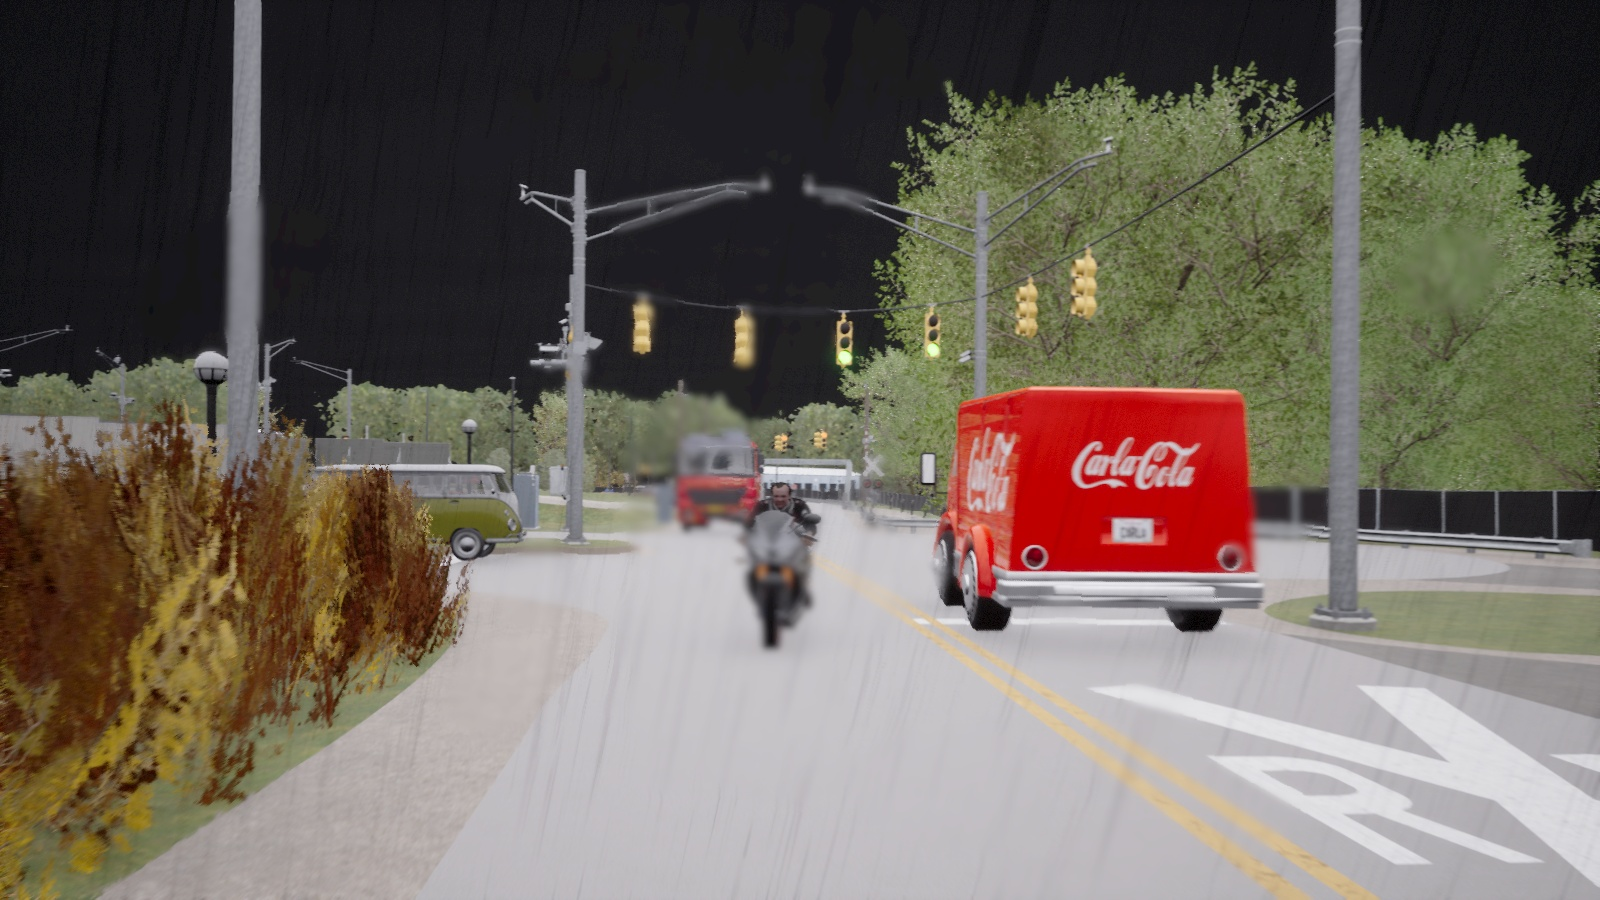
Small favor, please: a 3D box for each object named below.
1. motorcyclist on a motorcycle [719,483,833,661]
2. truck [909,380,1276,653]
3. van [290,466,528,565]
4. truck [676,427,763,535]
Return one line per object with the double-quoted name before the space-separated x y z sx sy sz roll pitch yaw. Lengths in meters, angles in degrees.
"motorcyclist on a motorcycle" -0.180 1.084 11.979 0.866 1.530 2.191 0 -2 5
"truck" 2.895 0.642 14.021 2.627 2.467 5.204 0 -1 -3
"van" -8.069 1.348 26.221 4.442 1.987 1.775 0 -2 -4
"truck" -3.004 1.256 48.905 2.891 3.827 8.468 -1 -2 0
